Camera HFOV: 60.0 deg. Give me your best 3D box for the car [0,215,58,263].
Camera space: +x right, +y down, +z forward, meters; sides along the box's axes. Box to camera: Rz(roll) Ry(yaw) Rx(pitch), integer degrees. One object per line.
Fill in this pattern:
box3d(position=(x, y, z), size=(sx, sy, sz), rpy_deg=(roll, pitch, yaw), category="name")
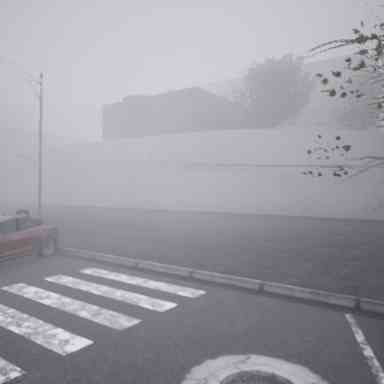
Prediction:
box3d(position=(-6.172, 1.483, 10.176), size=(2.163, 1.488, 4.792), rpy_deg=(1, 0, 15), category="car")
